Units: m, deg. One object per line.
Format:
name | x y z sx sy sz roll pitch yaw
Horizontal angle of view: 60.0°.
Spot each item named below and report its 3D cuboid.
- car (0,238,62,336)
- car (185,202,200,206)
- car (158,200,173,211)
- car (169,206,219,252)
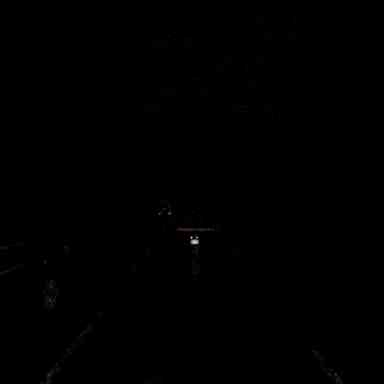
car | -3.599 1.534 4.979 2.128 1.511 4.902 0 0 0
car | 0.104 1.796 36.790 1.895 1.301 4.718 0 0 0
car | -3.587 1.770 45.702 2.033 1.411 5.357 0 0 0
car | 0.102 1.598 14.444 2.128 1.511 4.902 0 0 0
